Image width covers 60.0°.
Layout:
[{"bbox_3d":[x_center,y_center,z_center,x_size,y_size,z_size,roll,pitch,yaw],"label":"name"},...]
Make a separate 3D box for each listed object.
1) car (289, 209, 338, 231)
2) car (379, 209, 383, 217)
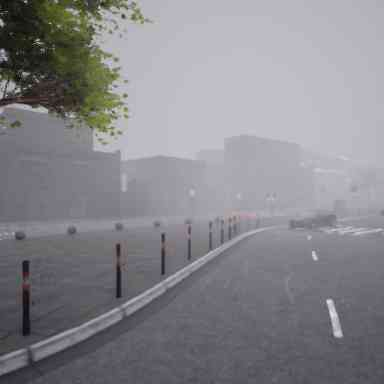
[{"bbox_3d":[9.520,2.124,26.057,5.008,1.535,1.882,0,-1,-41],"label":"car"},{"bbox_3d":[21.961,1.935,35.509,4.718,1.301,1.895,-2,0,-36],"label":"car"}]
